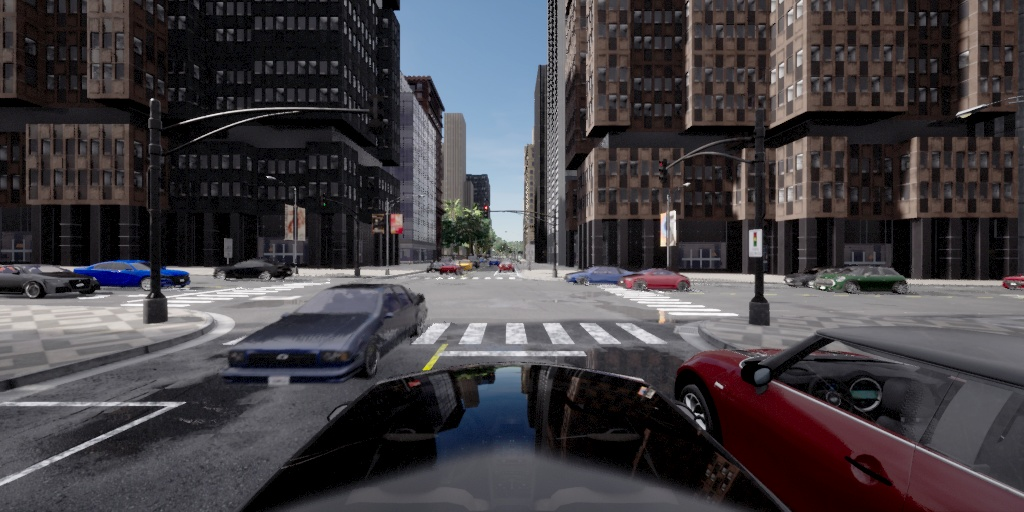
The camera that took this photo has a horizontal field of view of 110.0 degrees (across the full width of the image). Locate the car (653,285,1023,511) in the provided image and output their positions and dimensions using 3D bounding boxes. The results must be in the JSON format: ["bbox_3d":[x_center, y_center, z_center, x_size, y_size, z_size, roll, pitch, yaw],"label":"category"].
[{"bbox_3d":[2.763,1.190,2.403,1.967,1.591,4.097,0,0,0],"label":"car"}]

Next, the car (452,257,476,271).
[{"bbox_3d":[-6.522,1.247,48.958,1.882,1.535,5.008,0,0,0],"label":"car"}]

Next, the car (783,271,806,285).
[{"bbox_3d":[22.330,1.596,25.805,4.892,1.490,1.837,1,0,0],"label":"car"}]

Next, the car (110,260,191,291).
[{"bbox_3d":[-19.838,0.976,18.837,5.008,1.535,1.882,1,0,0],"label":"car"}]

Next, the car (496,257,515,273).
[{"bbox_3d":[-0.628,1.197,43.792,1.967,1.591,4.097,0,0,0],"label":"car"}]

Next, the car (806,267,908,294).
[{"bbox_3d":[21.796,1.442,22.547,4.553,1.767,2.097,1,0,-1],"label":"car"}]

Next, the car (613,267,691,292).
[{"bbox_3d":[8.869,1.465,22.476,4.181,1.385,1.994,1,0,-1],"label":"car"}]

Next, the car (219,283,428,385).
[{"bbox_3d":[-3.156,1.296,7.512,2.033,1.411,5.357,0,0,0],"label":"car"}]

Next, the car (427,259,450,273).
[{"bbox_3d":[-9.153,1.323,43.735,1.948,1.339,4.313,0,0,0],"label":"car"}]

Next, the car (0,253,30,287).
[{"bbox_3d":[-28.950,0.722,18.780,4.553,1.767,2.097,1,0,0],"label":"car"}]

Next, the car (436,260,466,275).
[{"bbox_3d":[-6.482,1.347,38.563,1.895,1.301,4.718,0,0,1],"label":"car"}]

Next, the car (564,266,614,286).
[{"bbox_3d":[6.505,1.411,25.706,5.357,1.411,2.033,1,0,0],"label":"car"}]

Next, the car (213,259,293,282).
[{"bbox_3d":[-18.375,0.988,25.548,5.008,1.535,1.882,1,0,0],"label":"car"}]

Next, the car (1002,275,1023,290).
[{"bbox_3d":[38.725,1.809,25.893,5.008,1.535,1.882,1,0,0],"label":"car"}]

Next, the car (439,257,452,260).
[{"bbox_3d":[-9.191,1.084,49.161,2.192,1.841,5.009,0,0,0],"label":"car"}]

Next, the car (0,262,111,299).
[{"bbox_3d":[-20.774,1.053,15.583,4.181,1.385,1.994,1,0,0],"label":"car"}]

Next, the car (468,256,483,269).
[{"bbox_3d":[-6.588,1.014,59.296,2.150,2.045,5.566,0,0,0],"label":"car"}]
